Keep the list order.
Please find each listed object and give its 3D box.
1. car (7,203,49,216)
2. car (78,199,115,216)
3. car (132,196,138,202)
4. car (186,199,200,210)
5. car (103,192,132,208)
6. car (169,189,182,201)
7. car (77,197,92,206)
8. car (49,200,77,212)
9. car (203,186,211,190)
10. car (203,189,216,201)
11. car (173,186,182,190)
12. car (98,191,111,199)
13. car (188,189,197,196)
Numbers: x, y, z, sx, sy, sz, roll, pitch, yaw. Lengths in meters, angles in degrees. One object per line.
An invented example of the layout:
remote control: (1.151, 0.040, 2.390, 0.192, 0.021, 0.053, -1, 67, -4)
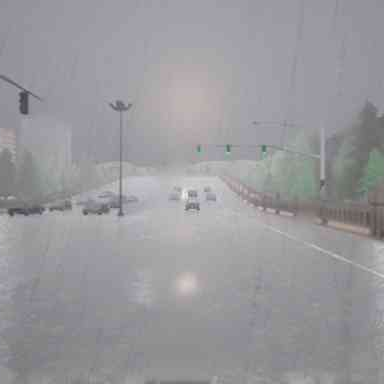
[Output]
car: (-17.638, 1.870, 35.585, 1.895, 1.301, 4.718, 0, 0, 1)
car: (-10.597, 1.823, 37.222, 2.033, 1.411, 5.357, 0, 0, 0)
car: (-10.557, 1.410, 57.394, 1.994, 1.385, 4.181, 0, 4, 0)
car: (0.078, 1.787, 47.490, 1.812, 1.442, 4.674, 0, 1, 0)
car: (-10.581, 1.480, 47.382, 2.150, 2.045, 5.566, 0, 1, 0)
car: (-3.349, 0.925, 63.537, 2.033, 1.411, 5.357, 0, 5, 0)
car: (-17.567, 1.524, 54.780, 1.812, 1.442, 4.674, 0, 3, 0)
car: (-17.592, 1.804, 44.786, 1.837, 1.490, 4.892, 0, 1, 0)
car: (3.628, -0.637, 78.002, 1.895, 1.301, 4.718, 0, 7, 0)
car: (3.653, 0.887, 63.915, 2.033, 1.411, 5.357, 0, 5, 0)
car: (-3.372, -0.727, 77.998, 1.837, 1.490, 4.892, 0, 7, 0)
car: (-17.428, 0.529, 67.470, 2.033, 1.411, 5.357, 0, 5, 0)
car: (0.146, 0.094, 71.542, 1.994, 1.385, 4.181, 0, 7, 0)
